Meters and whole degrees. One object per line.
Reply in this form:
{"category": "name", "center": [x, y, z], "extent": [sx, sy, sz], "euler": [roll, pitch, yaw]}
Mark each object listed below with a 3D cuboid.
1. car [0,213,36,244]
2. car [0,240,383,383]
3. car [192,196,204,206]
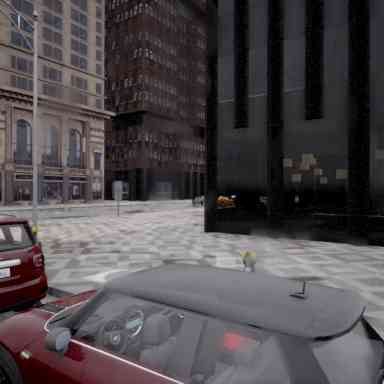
{"category": "car", "center": [-4.821, 1.314, 6.396], "extent": [5.009, 1.841, 2.192], "euler": [0, 0, 35]}
{"category": "car", "center": [-0.259, 1.440, 3.144], "extent": [4.097, 1.590, 1.967], "euler": [0, 0, 35]}
{"category": "car", "center": [1.930, 1.374, 52.075], "extent": [2.128, 1.511, 4.902], "euler": [0, 0, 36]}
